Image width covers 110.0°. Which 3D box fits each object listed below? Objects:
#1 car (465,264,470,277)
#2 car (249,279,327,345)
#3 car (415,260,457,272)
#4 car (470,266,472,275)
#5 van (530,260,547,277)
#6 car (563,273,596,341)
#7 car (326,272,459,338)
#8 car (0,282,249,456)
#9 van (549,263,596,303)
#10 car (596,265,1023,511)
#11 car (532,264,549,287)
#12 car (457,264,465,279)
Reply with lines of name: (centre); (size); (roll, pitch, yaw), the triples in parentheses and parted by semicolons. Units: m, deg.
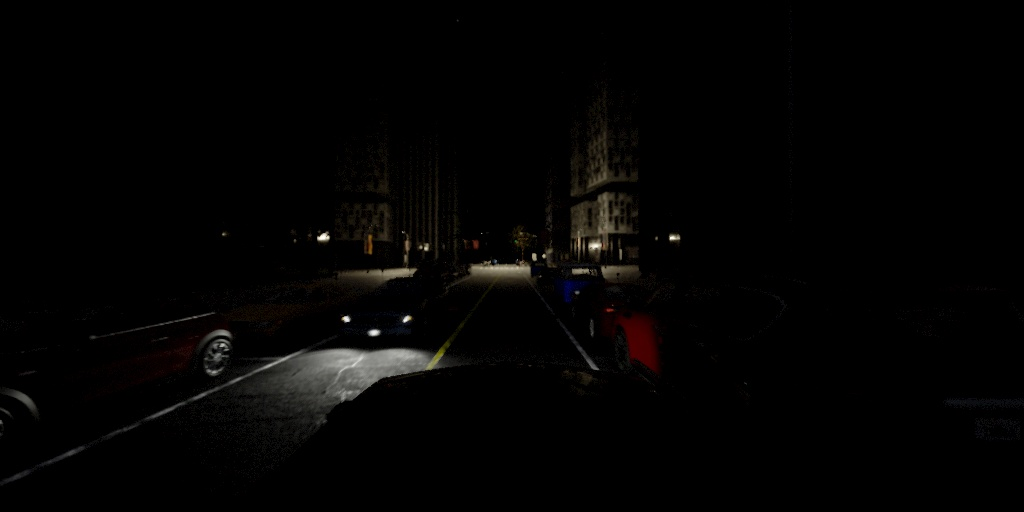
car: (-5.764, 1.545, 37.320); (1.751, 1.417, 4.829); (0, 0, 0)
car: (-5.763, 1.337, 9.755); (1.751, 1.417, 4.829); (0, 0, 0)
car: (-5.764, 1.251, 26.464); (2.192, 1.841, 5.009); (0, 0, 0)
car: (-5.764, 1.612, 43.003); (2.007, 1.370, 4.403); (0, 0, 0)
van: (2.762, 1.360, 37.492); (1.690, 1.789, 3.998); (0, 0, 0)
car: (2.762, 1.357, 9.930); (1.888, 1.381, 4.507); (0, 0, 0)
car: (-3.100, 1.365, 10.730); (2.033, 1.411, 5.357); (0, 0, 0)
car: (-5.763, 1.210, 4.412); (1.967, 1.591, 4.097); (0, 0, 0)
van: (2.762, 1.194, 15.443); (1.690, 1.789, 3.998); (0, 0, 0)
car: (2.762, 1.085, 4.418); (2.192, 1.841, 5.009); (0, 0, 0)
car: (2.762, 1.502, 26.468); (1.948, 1.339, 4.313); (0, 0, 0)
car: (-5.763, 1.528, 31.977); (2.007, 1.370, 4.403); (0, 0, 0)
